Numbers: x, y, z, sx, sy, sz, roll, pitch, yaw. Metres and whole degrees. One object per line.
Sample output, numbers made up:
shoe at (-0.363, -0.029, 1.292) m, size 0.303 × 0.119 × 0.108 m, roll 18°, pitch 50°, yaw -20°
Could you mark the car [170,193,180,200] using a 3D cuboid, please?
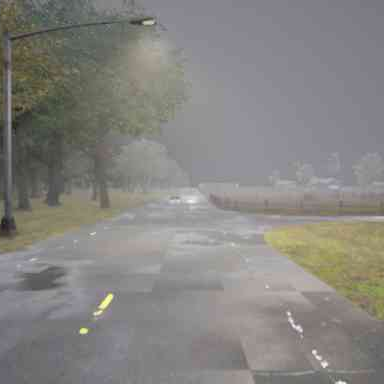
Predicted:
car at (-3.496, 0.977, 68.937) m, size 1.994 × 1.385 × 4.181 m, roll 0°, pitch 1°, yaw 0°
